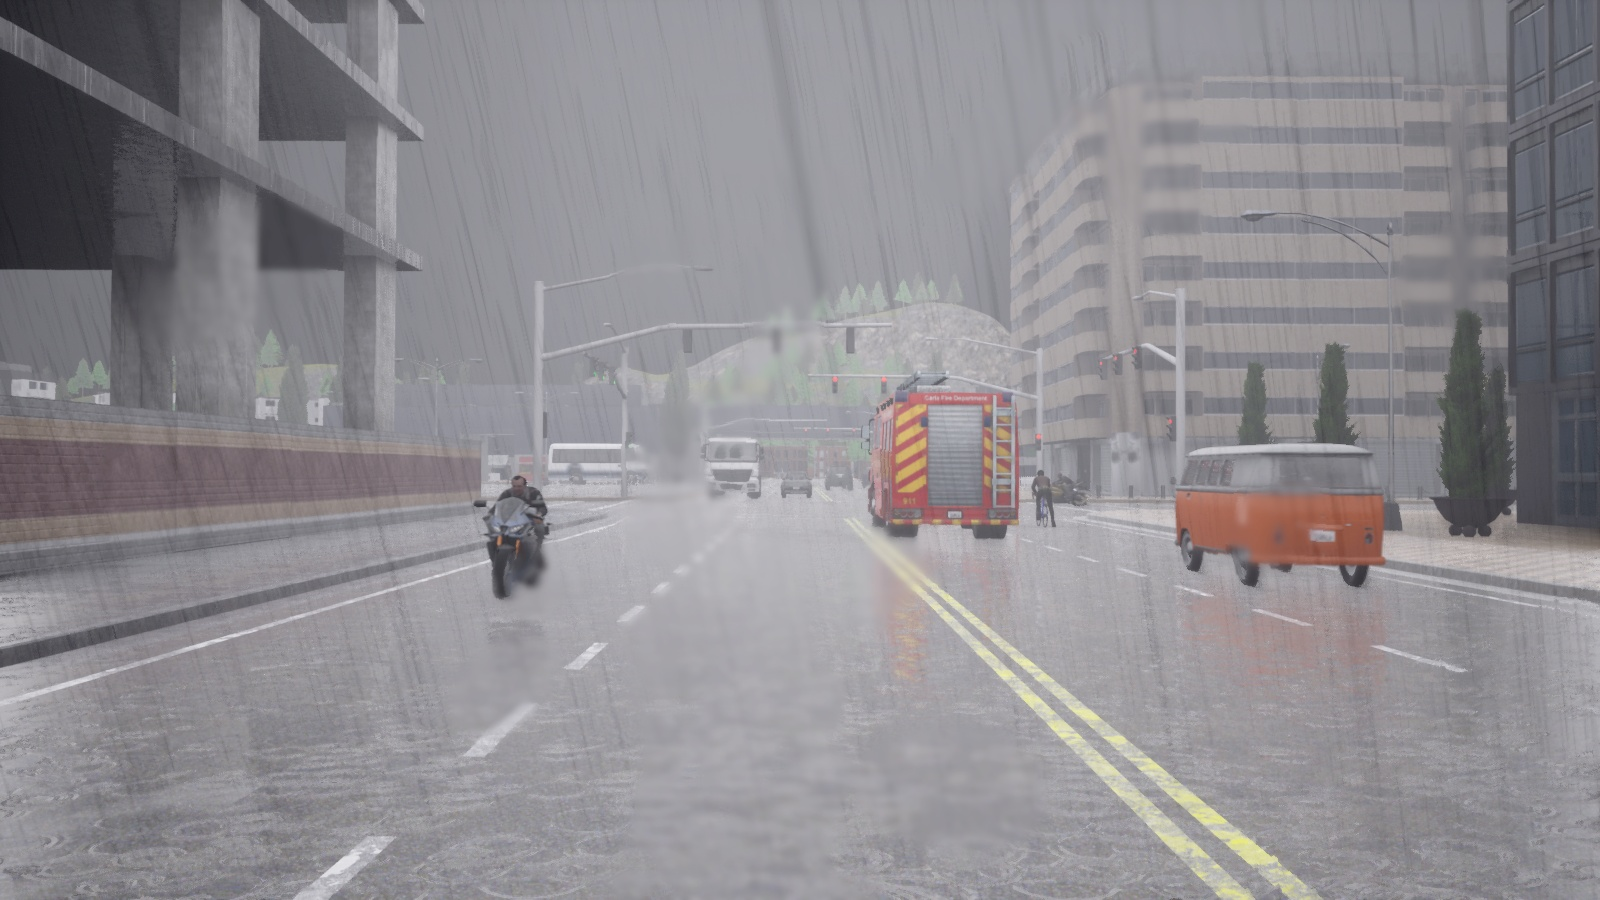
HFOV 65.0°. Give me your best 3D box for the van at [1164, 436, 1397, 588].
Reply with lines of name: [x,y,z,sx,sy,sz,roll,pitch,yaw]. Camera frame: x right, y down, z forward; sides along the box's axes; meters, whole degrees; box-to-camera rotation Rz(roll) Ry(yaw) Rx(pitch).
van: [6.943,0.853,18.693,1.775,1.987,4.442,0,-1,0]

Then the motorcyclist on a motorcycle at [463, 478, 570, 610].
motorcyclist on a motorcycle: [-3.541,1.130,15.880,0.866,1.530,2.191,0,-1,0]

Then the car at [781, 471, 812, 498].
car: [-0.190,2.029,73.717,1.789,1.549,3.705,0,-1,0]

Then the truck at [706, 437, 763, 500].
truck: [-3.691,1.064,72.659,2.891,3.462,7.936,0,-1,0]

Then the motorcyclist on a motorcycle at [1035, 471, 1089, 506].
motorcyclist on a motorcycle: [11.610,1.697,55.759,2.191,1.530,0.866,-1,-1,-1]

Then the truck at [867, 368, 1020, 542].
truck: [3.412,0.174,32.062,2.891,3.827,8.468,0,-1,0]
